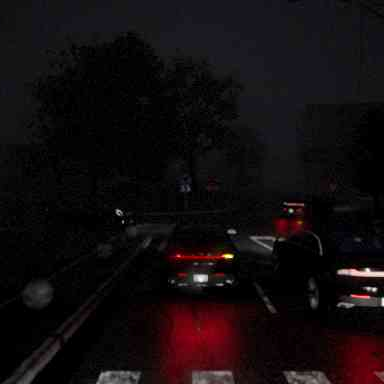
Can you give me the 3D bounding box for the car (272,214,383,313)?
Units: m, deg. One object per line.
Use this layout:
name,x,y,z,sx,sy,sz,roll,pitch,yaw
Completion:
car,3.203,1.523,7.718,2.128,1.511,4.902,0,0,1

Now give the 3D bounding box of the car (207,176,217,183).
car,4.500,-2.860,74.675,1.837,1.490,4.892,1,5,9

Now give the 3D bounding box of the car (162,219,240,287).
car,0.234,1.521,9.463,1.837,1.490,4.892,0,1,1

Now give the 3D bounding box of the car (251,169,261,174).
car,14.384,-4.207,86.852,5.566,2.045,2.435,1,5,10

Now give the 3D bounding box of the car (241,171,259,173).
car,13.475,-3.612,81.456,4.553,1.767,2.185,1,5,10

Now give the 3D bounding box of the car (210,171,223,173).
car,5.986,-3.819,84.129,2.097,1.767,4.553,1,5,10

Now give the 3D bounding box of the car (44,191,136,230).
car,-5.530,1.023,18.168,4.553,1.767,2.097,0,4,6

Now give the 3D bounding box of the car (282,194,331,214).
car,7.929,0.880,22.598,2.128,1.511,4.902,4,5,44

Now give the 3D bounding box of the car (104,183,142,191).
car,-9.666,-0.605,46.900,5.357,1.411,2.033,-2,4,-25

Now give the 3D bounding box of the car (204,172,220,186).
car,3.804,-2.272,64.336,2.150,2.045,5.566,0,5,1

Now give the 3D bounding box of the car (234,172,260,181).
car,12.979,-3.253,78.767,4.892,1.521,2.231,1,5,10
